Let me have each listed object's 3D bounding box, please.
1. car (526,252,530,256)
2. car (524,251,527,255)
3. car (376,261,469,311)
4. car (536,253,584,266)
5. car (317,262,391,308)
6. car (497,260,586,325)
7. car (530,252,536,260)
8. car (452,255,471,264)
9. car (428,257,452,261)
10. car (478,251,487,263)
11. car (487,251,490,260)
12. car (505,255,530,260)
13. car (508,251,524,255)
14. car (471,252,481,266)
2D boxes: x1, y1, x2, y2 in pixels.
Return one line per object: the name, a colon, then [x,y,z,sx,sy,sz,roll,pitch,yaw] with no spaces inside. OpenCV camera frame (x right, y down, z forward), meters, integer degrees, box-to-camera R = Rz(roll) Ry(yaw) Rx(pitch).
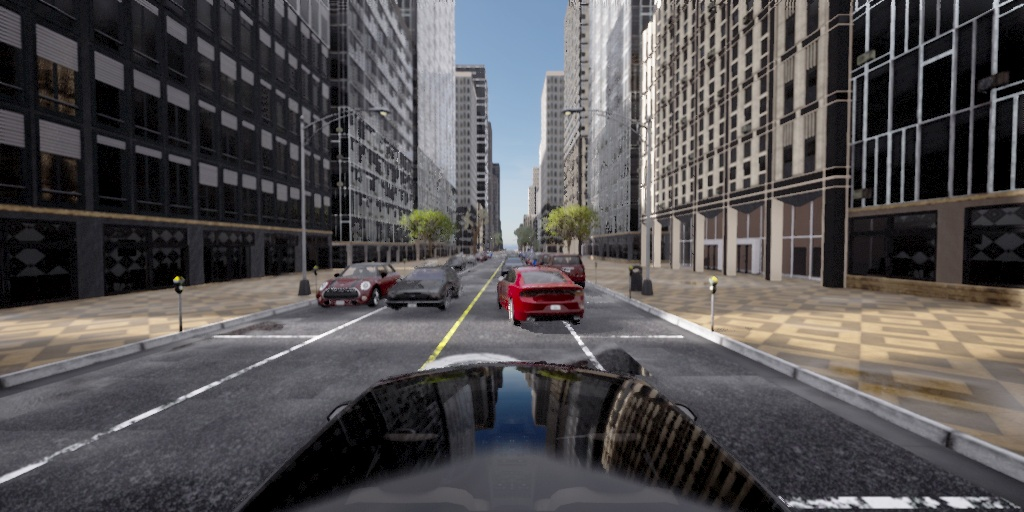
car: [2.714,0.629,36.582,1.967,1.591,4.097,0,0,0]
car: [2.721,0.446,47.948,1.967,1.591,4.097,0,0,0]
car: [-3.088,1.104,13.752,2.033,1.411,5.357,0,1,0]
car: [2.702,0.779,19.533,2.192,1.841,5.009,0,0,0]
car: [-5.683,0.995,13.855,1.967,1.591,4.097,0,0,0]
car: [0.676,1.075,11.230,1.882,1.535,5.008,0,1,-9]
car: [2.706,0.687,25.216,2.192,1.841,5.009,0,0,0]
car: [-5.668,0.755,36.588,1.948,1.339,4.313,0,0,0]
car: [-5.675,0.898,25.052,1.751,1.417,4.829,0,0,0]
car: [-5.652,0.261,59.319,1.967,1.591,4.097,0,0,0]
car: [-5.648,0.044,65.002,2.192,1.841,5.009,0,0,0]
car: [0.108,0.879,27.792,2.033,1.411,5.357,0,1,0]
car: [0.124,0.362,47.693,2.097,1.767,4.553,0,1,0]
car: [-5.660,0.556,47.953,2.007,1.370,4.403,0,0,0]
